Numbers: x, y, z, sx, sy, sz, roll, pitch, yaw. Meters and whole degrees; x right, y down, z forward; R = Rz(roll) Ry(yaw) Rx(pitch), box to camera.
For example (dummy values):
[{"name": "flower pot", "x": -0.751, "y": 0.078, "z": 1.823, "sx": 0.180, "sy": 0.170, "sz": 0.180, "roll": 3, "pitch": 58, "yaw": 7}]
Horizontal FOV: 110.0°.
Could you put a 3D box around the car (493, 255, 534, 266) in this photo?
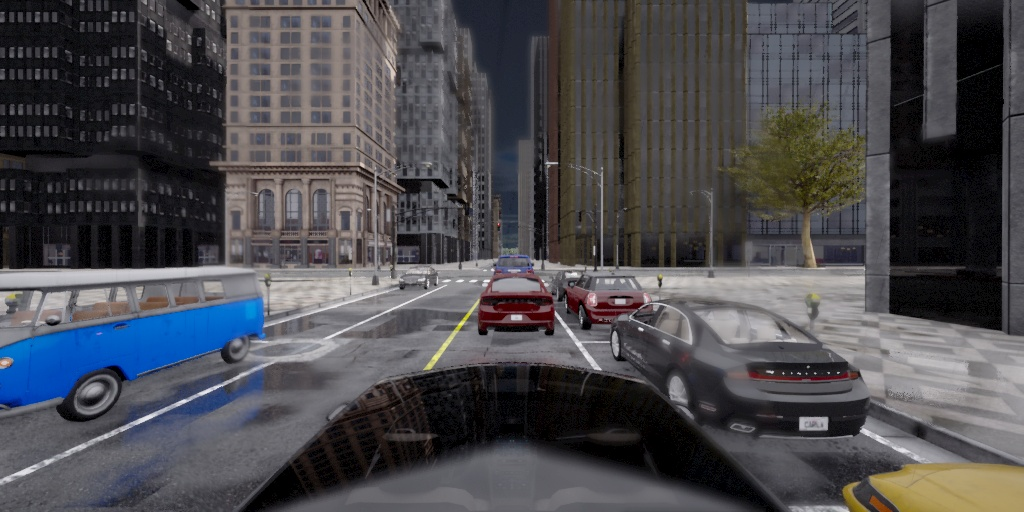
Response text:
[{"name": "car", "x": 0.103, "y": 0.967, "z": 20.378, "sx": 2.150, "sy": 2.045, "sz": 5.566, "roll": 0, "pitch": 0, "yaw": 0}]

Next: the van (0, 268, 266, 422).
[{"name": "van", "x": -5.756, "y": 1.090, "z": 5.478, "sx": 1.690, "sy": 1.789, "sz": 3.998, "roll": 0, "pitch": 0, "yaw": 0}]

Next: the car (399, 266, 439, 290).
[{"name": "car", "x": -5.732, "y": 1.296, "z": 22.401, "sx": 2.007, "sy": 1.370, "sz": 4.403, "roll": 0, "pitch": 0, "yaw": 0}]

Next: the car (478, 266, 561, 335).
[{"name": "car", "x": 0.106, "y": 1.226, "z": 10.494, "sx": 1.882, "sy": 1.535, "sz": 5.008, "roll": 0, "pitch": 0, "yaw": 0}]

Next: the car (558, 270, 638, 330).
[{"name": "car", "x": 2.777, "y": 1.188, "z": 11.108, "sx": 1.967, "sy": 1.591, "sz": 4.097, "roll": 0, "pitch": 0, "yaw": 0}]

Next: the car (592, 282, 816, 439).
[{"name": "car", "x": 2.769, "y": 1.300, "z": 5.467, "sx": 2.007, "sy": 1.370, "sz": 4.403, "roll": 0, "pitch": 0, "yaw": 0}]
